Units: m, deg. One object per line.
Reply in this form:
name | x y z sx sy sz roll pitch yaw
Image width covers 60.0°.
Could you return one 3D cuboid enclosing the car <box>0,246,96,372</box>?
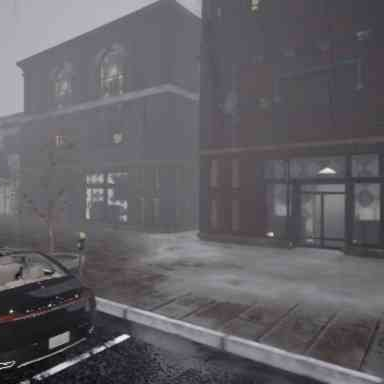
car | -3.374 1.548 5.280 4.403 1.369 2.008 0 0 36
